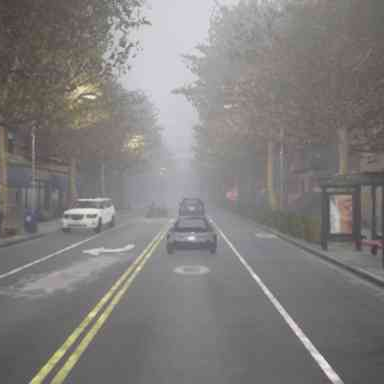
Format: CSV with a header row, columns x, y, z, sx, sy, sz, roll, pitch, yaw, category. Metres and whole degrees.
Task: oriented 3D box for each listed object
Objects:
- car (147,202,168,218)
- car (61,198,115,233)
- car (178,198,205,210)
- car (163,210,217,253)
x,y,z,sx,sy,sz,roll,pitch,yaw,category
-3.517,1.837,34.438,1.837,1.490,4.892,0,-1,0,car
-6.562,1.433,21.657,2.435,2.045,5.566,0,-1,0,car
-0.010,1.490,29.026,2.150,2.045,5.566,0,0,0,car
-0.002,1.700,14.302,1.994,1.385,4.181,0,0,0,car
